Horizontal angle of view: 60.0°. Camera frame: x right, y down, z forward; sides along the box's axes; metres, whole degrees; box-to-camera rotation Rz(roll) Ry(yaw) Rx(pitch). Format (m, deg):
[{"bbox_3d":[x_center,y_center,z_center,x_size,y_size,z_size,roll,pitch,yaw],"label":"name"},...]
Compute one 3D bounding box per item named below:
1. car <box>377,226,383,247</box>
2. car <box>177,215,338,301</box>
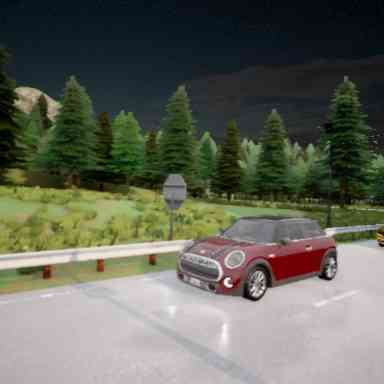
[{"bbox_3d":[10.642,1.852,15.829,5.008,1.535,1.882,2,0,-39],"label":"car"},{"bbox_3d":[1.819,1.409,8.600,4.553,1.767,2.097,2,0,-39],"label":"car"}]
